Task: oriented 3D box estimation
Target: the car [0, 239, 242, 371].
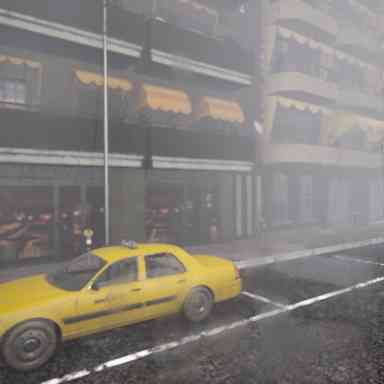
[{"bbox_3d":[-1.311,1.524,5.635,4.829,1.417,1.752,0,0,-35],"label":"car"}]
